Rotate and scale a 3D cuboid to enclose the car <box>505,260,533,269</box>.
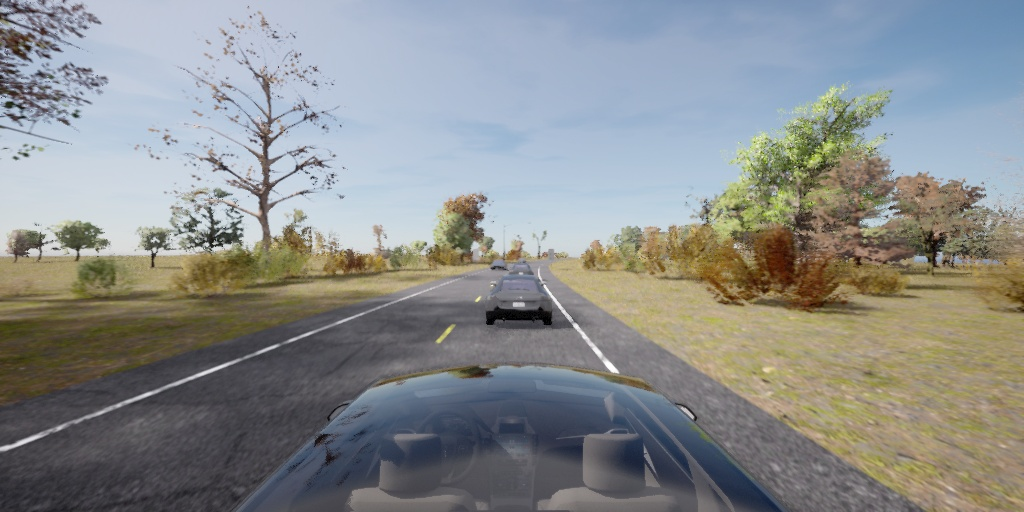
[{"bbox_3d":[0.784,1.299,29.451,1.994,1.385,4.181,0,0,3],"label":"car"}]

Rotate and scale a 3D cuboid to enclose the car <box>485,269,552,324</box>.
[{"bbox_3d":[0.223,1.311,11.914,1.994,1.385,4.181,0,0,1],"label":"car"}]

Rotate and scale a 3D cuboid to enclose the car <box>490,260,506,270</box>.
[{"bbox_3d":[-1.743,1.267,48.581,2.033,1.411,5.357,0,0,5],"label":"car"}]
